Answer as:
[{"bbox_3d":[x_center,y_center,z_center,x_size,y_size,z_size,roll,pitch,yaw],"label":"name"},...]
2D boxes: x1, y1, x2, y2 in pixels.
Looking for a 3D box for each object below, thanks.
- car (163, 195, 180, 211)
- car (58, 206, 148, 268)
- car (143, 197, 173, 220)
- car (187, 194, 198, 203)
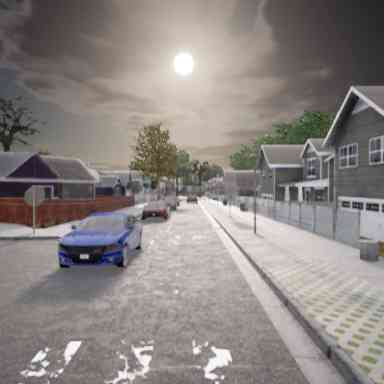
[{"bbox_3d":[-2.886,1.286,39.488,2.097,1.767,4.553,0,0,0],"label":"car"},{"bbox_3d":[-2.860,1.447,11.341,1.882,1.535,5.008,0,0,0],"label":"car"},{"bbox_3d":[-2.855,1.420,27.310,1.882,1.535,5.008,0,0,0],"label":"car"},{"bbox_3d":[0.037,1.296,65.639,2.097,1.767,4.553,0,0,0],"label":"car"}]
